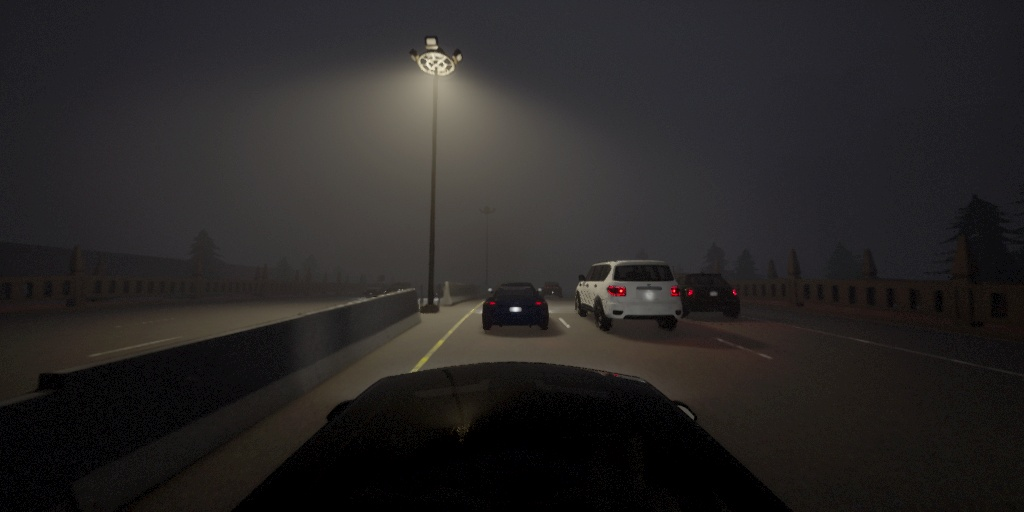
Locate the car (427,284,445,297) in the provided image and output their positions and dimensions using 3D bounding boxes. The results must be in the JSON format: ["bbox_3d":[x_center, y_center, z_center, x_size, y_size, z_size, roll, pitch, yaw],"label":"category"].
[{"bbox_3d":[-7.093,3.439,35.845,1.895,1.301,4.718,0,-5,0],"label":"car"}]

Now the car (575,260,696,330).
[{"bbox_3d":[3.602,1.208,12.080,2.150,2.045,5.566,0,-2,0],"label":"car"}]

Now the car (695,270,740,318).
[{"bbox_3d":[7.102,1.465,14.744,2.097,1.767,4.553,0,-3,0],"label":"car"}]

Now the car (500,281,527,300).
[{"bbox_3d":[0.104,2.830,29.754,2.033,1.411,5.357,0,-5,0],"label":"car"}]

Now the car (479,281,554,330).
[{"bbox_3d":[0.102,1.548,12.026,1.994,1.385,4.181,0,-2,0],"label":"car"}]

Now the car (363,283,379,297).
[{"bbox_3d":[-14.088,3.627,38.491,2.033,1.411,5.357,0,-5,0],"label":"car"}]

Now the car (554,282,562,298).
[{"bbox_3d":[3.605,3.178,34.043,1.837,1.490,4.892,0,-5,0],"label":"car"}]

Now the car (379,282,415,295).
[{"bbox_3d":[-10.590,3.193,34.190,1.837,1.490,4.892,0,-6,0],"label":"car"}]
